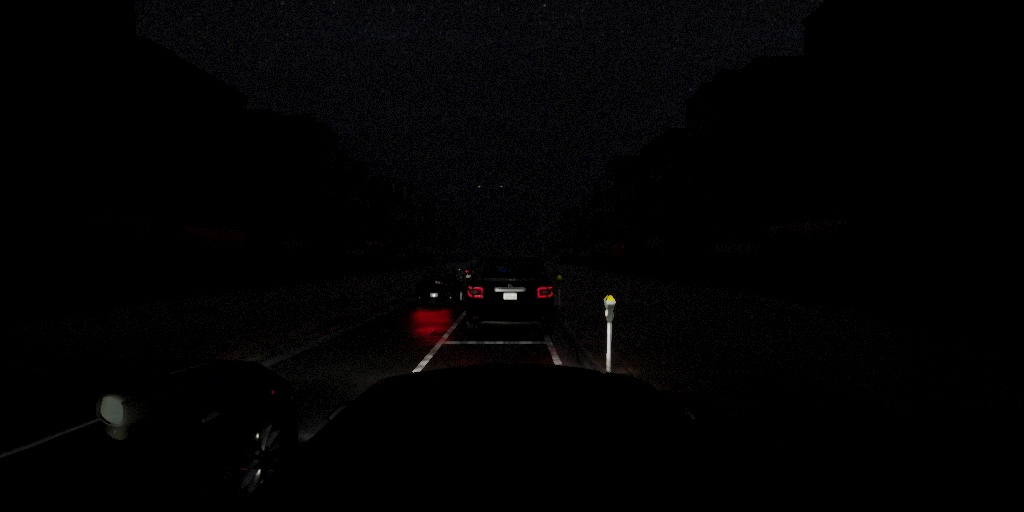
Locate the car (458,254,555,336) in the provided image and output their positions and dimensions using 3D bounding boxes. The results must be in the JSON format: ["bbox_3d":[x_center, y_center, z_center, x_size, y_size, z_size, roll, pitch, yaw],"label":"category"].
[{"bbox_3d":[-0.039,0.974,10.532,2.150,2.045,5.566,0,0,0],"label":"car"}]

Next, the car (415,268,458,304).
[{"bbox_3d":[-3.020,1.261,16.293,1.837,1.490,4.892,0,0,0],"label":"car"}]

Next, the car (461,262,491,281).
[{"bbox_3d":[-3.020,1.303,31.296,2.033,1.411,5.357,0,0,0],"label":"car"}]

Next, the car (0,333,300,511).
[{"bbox_3d":[-3.020,1.101,1.468,2.097,1.767,4.553,0,0,0],"label":"car"}]
